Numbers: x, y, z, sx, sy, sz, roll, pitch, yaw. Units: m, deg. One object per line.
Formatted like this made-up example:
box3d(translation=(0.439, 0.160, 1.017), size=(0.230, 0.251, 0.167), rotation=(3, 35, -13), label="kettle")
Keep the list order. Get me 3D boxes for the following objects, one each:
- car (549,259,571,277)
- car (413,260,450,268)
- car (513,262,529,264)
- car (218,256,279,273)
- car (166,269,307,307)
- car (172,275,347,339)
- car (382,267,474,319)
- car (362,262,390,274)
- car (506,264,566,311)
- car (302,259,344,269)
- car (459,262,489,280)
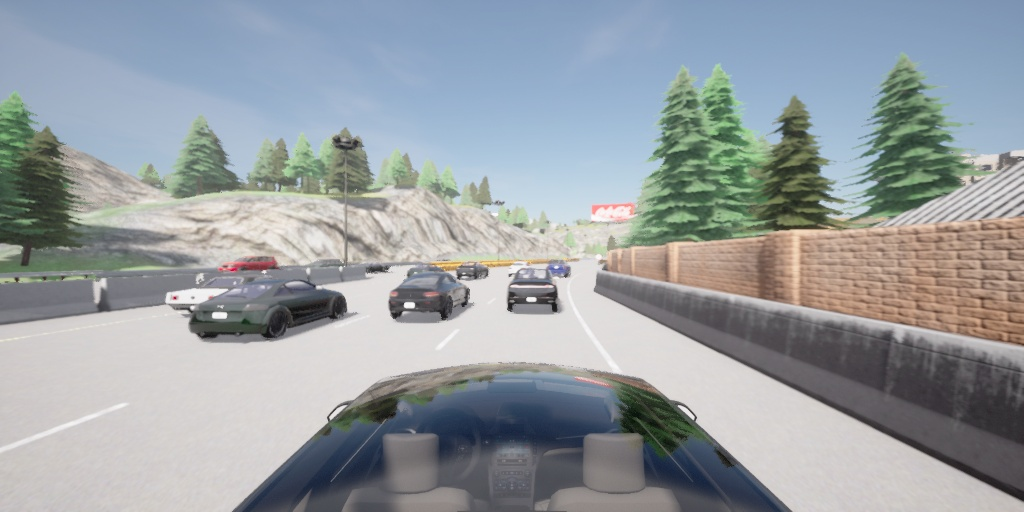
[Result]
box3d(translation=(4.661, 1.098, 35.527), size=(2.097, 1.767, 4.553), rotation=(0, 0, 14), label="car")
box3d(translation=(-7.247, 1.319, 30.567), size=(1.994, 1.385, 4.181), rotation=(0, 0, 11), label="car")
box3d(translation=(0.909, 1.274, 35.004), size=(1.812, 1.442, 4.674), rotation=(0, 0, 14), label="car")
box3d(translation=(-27.419, 0.994, 37.624), size=(2.150, 2.045, 5.566), rotation=(0, 0, 13), label="car")
box3d(translation=(-9.776, 1.358, 13.496), size=(1.895, 1.301, 4.718), rotation=(0, 0, 5), label="car")
box3d(translation=(-6.505, 1.319, 10.140), size=(1.994, 1.385, 4.181), rotation=(0, 0, 4), label="car")
box3d(translation=(-2.795, 1.278, 12.770), size=(1.812, 1.442, 4.674), rotation=(0, 0, 5), label="car")
box3d(translation=(-15.957, 1.362, 40.493), size=(1.895, 1.301, 4.718), rotation=(0, 0, 15), label="car")
box3d(translation=(0.880, 1.241, 14.414), size=(2.128, 1.511, 4.902), rotation=(0, 0, 5), label="car")
box3d(translation=(-20.076, 1.115, 38.241), size=(2.097, 1.767, 4.553), rotation=(0, 0, 14), label="car")
box3d(translation=(-3.414, 1.244, 31.782), size=(2.128, 1.511, 4.902), rotation=(0, 0, 12), label="car")
